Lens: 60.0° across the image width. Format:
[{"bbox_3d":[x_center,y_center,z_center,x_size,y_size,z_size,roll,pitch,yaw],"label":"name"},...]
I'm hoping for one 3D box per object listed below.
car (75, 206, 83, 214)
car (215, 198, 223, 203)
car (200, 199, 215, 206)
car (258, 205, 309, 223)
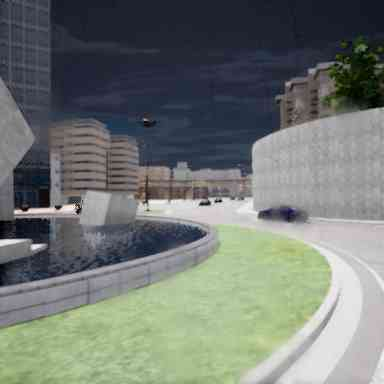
[{"bbox_3d":[-10.967,1.946,38.311,4.902,1.511,2.128,-1,-1,5],"label":"car"},{"bbox_3d":[7.107,2.309,88.043,1.994,1.385,4.181,-1,-1,12],"label":"car"},{"bbox_3d":[2.803,2.167,67.389,1.994,1.385,4.181,-1,-1,12],"label":"car"},{"bbox_3d":[7.425,1.756,27.243,1.994,1.385,4.181,0,-1,-35],"label":"car"}]
